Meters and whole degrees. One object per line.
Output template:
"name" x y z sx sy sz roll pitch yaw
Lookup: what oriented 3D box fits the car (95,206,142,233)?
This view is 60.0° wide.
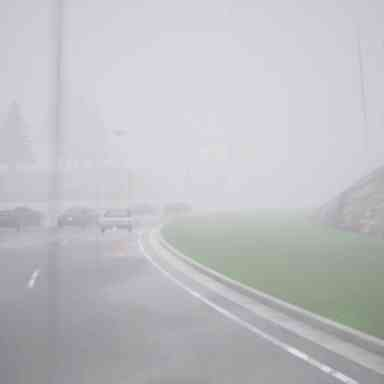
"car" -4.566 1.784 21.250 1.895 1.301 4.718 0 -1 -3

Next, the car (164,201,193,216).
"car" -1.477 1.831 37.292 1.837 1.490 4.892 0 0 22

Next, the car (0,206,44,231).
"car" -11.442 1.689 21.941 1.837 1.490 4.892 0 -1 -2

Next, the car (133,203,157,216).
"car" -5.417 1.882 36.723 1.994 1.385 4.181 0 0 19

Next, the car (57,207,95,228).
"car" -7.937 1.765 23.754 1.994 1.385 4.181 0 -1 1
